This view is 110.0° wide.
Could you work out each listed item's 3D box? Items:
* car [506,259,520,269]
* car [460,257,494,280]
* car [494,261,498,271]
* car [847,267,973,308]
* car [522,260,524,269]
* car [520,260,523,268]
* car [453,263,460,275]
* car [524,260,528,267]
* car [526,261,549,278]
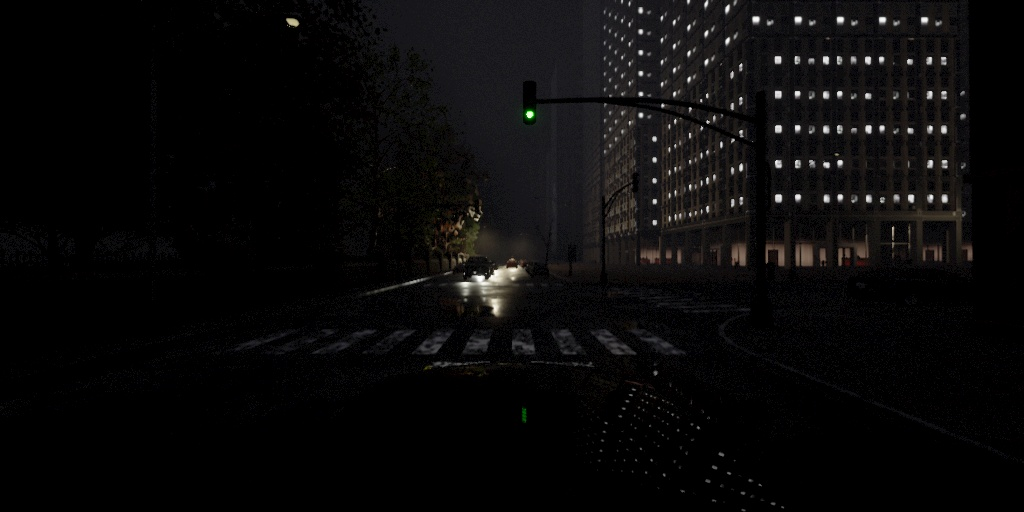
[{"bbox_3d":[0.007,1.423,61.997,1.882,1.535,5.008,0,0,0],"label":"car"},{"bbox_3d":[-3.098,1.064,32.751,2.150,2.045,5.566,0,0,0],"label":"car"},{"bbox_3d":[-3.095,1.368,43.051,2.128,1.511,4.902,0,0,0],"label":"car"},{"bbox_3d":[14.686,1.055,12.958,4.313,1.339,1.948,0,0,0],"label":"car"},{"bbox_3d":[2.695,1.455,46.806,1.948,1.339,4.313,0,0,0],"label":"car"},{"bbox_3d":[2.698,1.497,63.704,1.888,1.381,4.507,0,0,0],"label":"car"},{"bbox_3d":[-5.686,1.452,41.175,1.802,1.307,4.207,0,0,0],"label":"car"},{"bbox_3d":[2.694,1.436,41.174,1.948,1.339,4.313,0,0,0],"label":"car"},{"bbox_3d":[2.693,1.417,35.541,1.948,1.339,4.313,0,0,0],"label":"car"}]
